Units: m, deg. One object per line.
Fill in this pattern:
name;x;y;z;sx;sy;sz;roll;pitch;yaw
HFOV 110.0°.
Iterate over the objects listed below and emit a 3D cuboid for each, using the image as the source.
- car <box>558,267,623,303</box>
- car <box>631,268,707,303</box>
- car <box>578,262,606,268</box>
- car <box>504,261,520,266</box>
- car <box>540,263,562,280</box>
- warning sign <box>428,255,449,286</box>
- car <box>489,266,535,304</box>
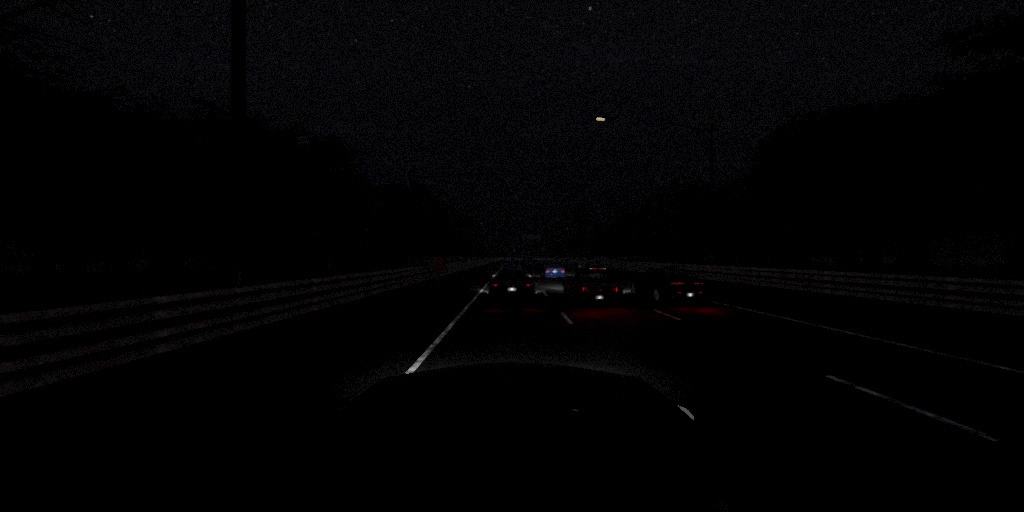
car;3.500;1.366;16.531;1.895;1.301;4.718;0;0;0
car;7.000;1.266;16.501;1.837;1.490;4.892;0;0;0
car;7.000;1.245;31.501;2.128;1.511;4.902;0;0;0
car;0.000;1.366;31.531;1.895;1.301;4.718;0;0;0
car;3.500;1.313;31.501;2.033;1.411;5.357;0;0;0
warning sign;-4.550;0.864;22.287;1.300;1.860;1.060;0;0;0
car;0.000;1.322;16.501;1.994;1.385;4.181;0;0;0
